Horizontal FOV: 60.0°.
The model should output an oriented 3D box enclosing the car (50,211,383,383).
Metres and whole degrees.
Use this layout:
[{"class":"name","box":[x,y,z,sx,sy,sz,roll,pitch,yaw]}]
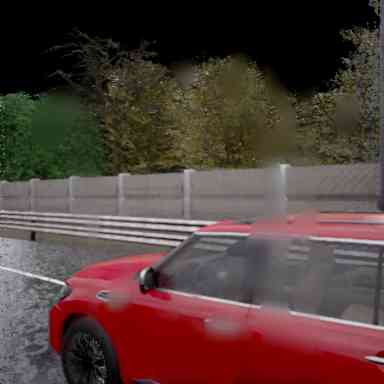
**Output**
[{"class":"car","box":[0.912,1.225,3.341,5.566,2.045,2.150,0,0,36]}]
